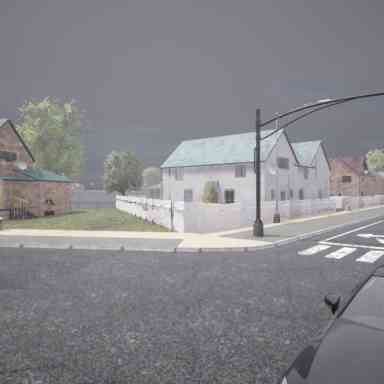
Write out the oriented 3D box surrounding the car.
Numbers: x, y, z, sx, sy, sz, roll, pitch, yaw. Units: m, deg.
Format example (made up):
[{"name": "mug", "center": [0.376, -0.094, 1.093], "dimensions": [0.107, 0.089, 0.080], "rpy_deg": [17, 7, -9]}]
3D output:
[{"name": "car", "center": [2.573, 1.525, 3.480], "dimensions": [1.812, 1.442, 4.674], "rpy_deg": [0, 0, 42]}]
